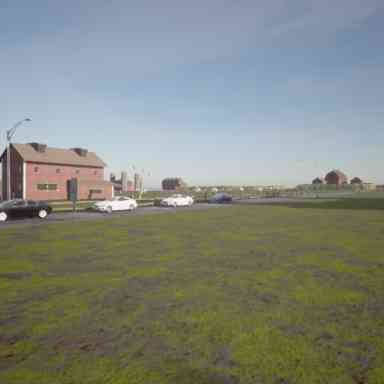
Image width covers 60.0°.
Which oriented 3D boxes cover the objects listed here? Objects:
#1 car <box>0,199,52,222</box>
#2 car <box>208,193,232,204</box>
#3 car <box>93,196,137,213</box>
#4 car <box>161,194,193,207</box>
[{"bbox_3d":[-12.876,1.277,24.650,1.837,1.490,4.892,1,1,36],"label":"car"},{"bbox_3d":[4.179,0.867,48.144,1.812,1.442,4.674,1,1,36],"label":"car"},{"bbox_3d":[-7.384,1.162,32.230,1.812,1.442,4.674,1,1,36],"label":"car"},{"bbox_3d":[-1.733,1.019,40.035,1.812,1.442,4.674,1,1,36],"label":"car"}]
